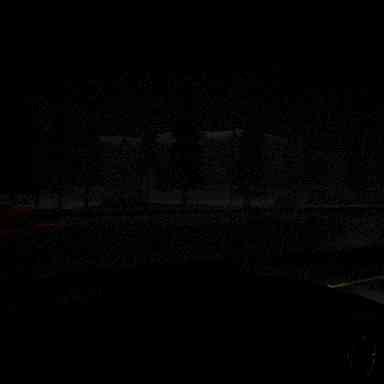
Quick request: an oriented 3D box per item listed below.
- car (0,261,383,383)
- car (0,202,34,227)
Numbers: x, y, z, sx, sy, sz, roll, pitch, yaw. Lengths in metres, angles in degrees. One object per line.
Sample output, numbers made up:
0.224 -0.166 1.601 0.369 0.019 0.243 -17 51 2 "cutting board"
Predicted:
0.083 1.535 3.617 5.357 1.411 2.033 0 0 -33 "car"
-12.515 1.381 20.530 5.008 1.535 1.882 0 0 -33 "car"
